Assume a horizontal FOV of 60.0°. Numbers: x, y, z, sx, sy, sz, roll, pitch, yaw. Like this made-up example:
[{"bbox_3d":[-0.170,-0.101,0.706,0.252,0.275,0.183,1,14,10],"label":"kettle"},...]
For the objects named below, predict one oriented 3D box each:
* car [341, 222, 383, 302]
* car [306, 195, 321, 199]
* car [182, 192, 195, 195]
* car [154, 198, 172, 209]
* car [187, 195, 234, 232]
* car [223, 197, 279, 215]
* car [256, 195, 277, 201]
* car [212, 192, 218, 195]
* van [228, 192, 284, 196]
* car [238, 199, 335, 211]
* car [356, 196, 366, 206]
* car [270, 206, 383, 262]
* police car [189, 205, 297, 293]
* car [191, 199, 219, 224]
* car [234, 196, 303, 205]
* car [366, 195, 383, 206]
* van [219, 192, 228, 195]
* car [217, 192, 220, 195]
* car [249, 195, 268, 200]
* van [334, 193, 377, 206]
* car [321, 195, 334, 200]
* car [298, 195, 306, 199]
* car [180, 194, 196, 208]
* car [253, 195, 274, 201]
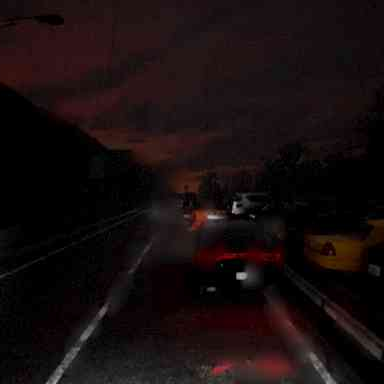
[{"bbox_3d":[5.642,1.457,6.044,4.792,1.488,2.163,0,0,0],"label":"car"},{"bbox_3d":[18.503,1.299,45.340,4.674,1.452,2.002,0,0,0],"label":"car"},{"bbox_3d":[-0.231,1.061,60.288,2.150,2.045,5.566,0,0,0],"label":"car"},{"bbox_3d":[-3.505,1.395,41.034,1.895,1.301,4.718,0,0,0],"label":"car"},{"bbox_3d":[0.906,1.234,18.740,2.097,1.767,4.553,0,0,0],"label":"car"},{"bbox_3d":[5.475,1.299,31.269,4.892,1.521,2.231,0,0,0],"label":"car"},{"bbox_3d":[18.380,1.462,82.180,4.674,1.452,2.002,0,0,0],"label":"car"},{"bbox_3d":[5.471,1.016,39.678,5.566,2.045,2.435,0,0,0],"label":"car"},{"bbox_3d":[5.611,1.084,28.466,4.442,1.987,1.878,0,0,0],"label":"van"},{"bbox_3d":[5.535,1.345,20.052,4.892,1.521,2.231,0,0,0],"label":"car"},{"bbox_3d":[18.558,1.339,31.419,4.674,1.452,2.002,0,0,0],"label":"car"},{"bbox_3d":[5.578,1.388,11.647,5.008,1.535,2.097,0,0,0],"label":"car"},{"bbox_3d":[0.945,1.364,8.860,1.930,1.638,5.238,0,0,0],"label":"police car"},{"bbox_3d":[0.882,1.362,24.780,1.837,1.490,4.892,0,0,0],"label":"car"},{"bbox_3d":[5.504,1.321,25.663,5.008,1.535,2.097,0,0,0],"label":"car"},{"bbox_3d":[18.388,1.307,28.633,5.366,1.575,1.946,0,0,0],"label":"car"},{"bbox_3d":[5.352,1.061,34.072,4.442,1.987,1.878,0,0,0],"label":"van"},{"bbox_3d":[5.423,1.150,36.877,4.553,1.767,2.185,0,0,0],"label":"car"},{"bbox_3d":[18.348,1.516,91.877,4.674,1.452,2.002,0,0,0],"label":"car"},{"bbox_3d":[18.650,1.050,36.991,4.442,1.987,1.878,0,0,0],"label":"van"},{"bbox_3d":[18.491,1.142,39.771,4.553,1.767,2.185,0,0,0],"label":"car"},{"bbox_3d":[18.496,1.258,48.127,5.008,1.535,2.097,0,0,0],"label":"car"},{"bbox_3d":[-0.143,1.347,44.828,1.994,1.385,4.181,0,0,1],"label":"car"},{"bbox_3d":[18.378,1.439,85.329,5.008,1.535,2.097,0,0,0],"label":"car"}]
